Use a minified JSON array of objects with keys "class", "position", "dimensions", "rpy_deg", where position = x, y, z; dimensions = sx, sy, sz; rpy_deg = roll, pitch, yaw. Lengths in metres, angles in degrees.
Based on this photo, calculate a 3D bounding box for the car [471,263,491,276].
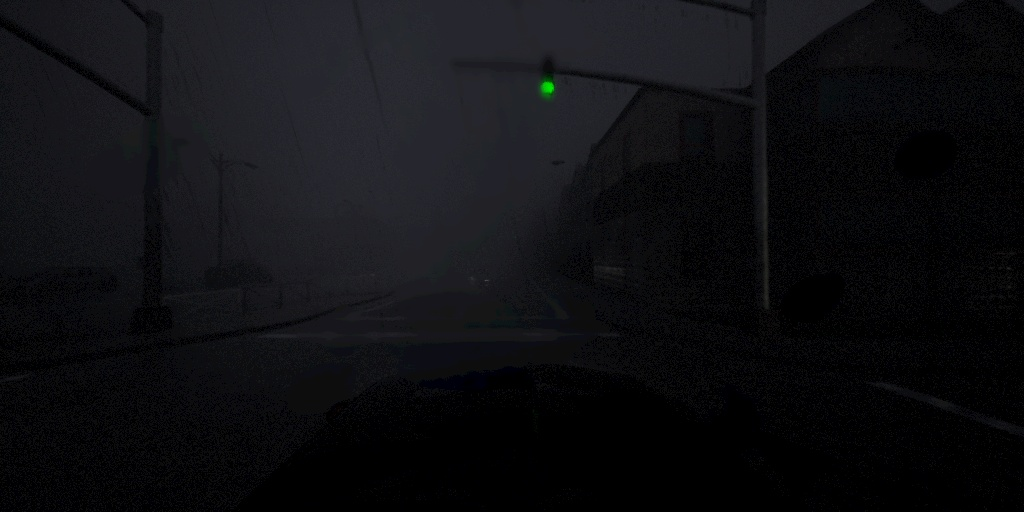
[{"class":"car","position":[-3.487,1.474,40.606],"dimensions":[1.812,1.442,4.674],"rpy_deg":[0,0,0]}]
